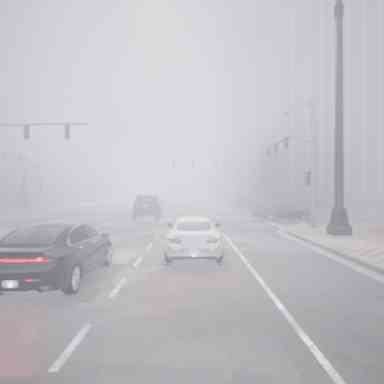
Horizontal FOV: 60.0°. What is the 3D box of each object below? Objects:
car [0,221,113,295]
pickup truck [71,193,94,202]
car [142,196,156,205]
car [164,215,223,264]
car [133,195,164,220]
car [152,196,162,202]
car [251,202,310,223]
[{"bbox_3d":[-3.445,1.518,8.754,1.837,1.490,4.892,0,0,0],"label":"car"},{"bbox_3d":[-24.795,1.175,74.414,2.390,2.098,6.274,0,0,30],"label":"pickup truck"},{"bbox_3d":[-7.996,1.575,62.162,1.882,1.535,5.008,0,0,0],"label":"car"},{"bbox_3d":[0.062,1.544,11.773,1.812,1.442,4.674,0,0,0],"label":"car"},{"bbox_3d":[-3.706,1.265,28.573,2.150,2.045,5.566,0,0,-1],"label":"car"},{"bbox_3d":[-8.237,1.616,78.505,1.837,1.490,4.892,0,0,-1],"label":"car"},{"bbox_3d":[7.049,1.533,25.765,4.902,1.511,2.128,0,-1,-12],"label":"car"}]
